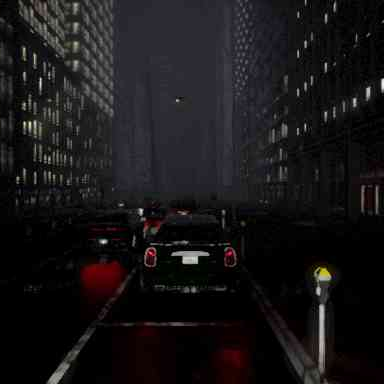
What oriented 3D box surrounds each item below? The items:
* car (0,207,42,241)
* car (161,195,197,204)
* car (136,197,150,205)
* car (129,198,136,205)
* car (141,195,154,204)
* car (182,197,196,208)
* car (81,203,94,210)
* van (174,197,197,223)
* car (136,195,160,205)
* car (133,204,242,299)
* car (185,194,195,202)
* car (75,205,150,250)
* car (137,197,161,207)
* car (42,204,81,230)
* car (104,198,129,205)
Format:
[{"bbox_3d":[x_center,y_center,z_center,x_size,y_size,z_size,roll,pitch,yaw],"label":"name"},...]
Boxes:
[{"bbox_3d":[-8.843,1.541,14.989,1.887,1.381,4.507,-1,0,0],"label":"car"},{"bbox_3d":[-0.465,1.311,20.672,2.192,1.841,5.009,-1,0,0],"label":"car"},{"bbox_3d":[-8.843,1.569,60.458,1.802,1.307,4.206,-1,0,0],"label":"car"},{"bbox_3d":[-8.843,1.541,49.090,2.008,1.369,4.403,-1,0,0],"label":"car"},{"bbox_3d":[-8.845,1.426,66.141,1.967,1.590,4.097,-1,0,0],"label":"car"},{"bbox_3d":[-0.463,1.541,49.090,2.008,1.369,4.403,-1,0,0],"label":"car"},{"bbox_3d":[-8.843,1.577,26.356,1.802,1.307,4.206,-1,0,0],"label":"car"},{"bbox_3d":[-0.465,1.336,26.356,1.690,1.788,3.998,-1,0,0],"label":"van"},{"bbox_3d":[-6.146,1.396,47.278,2.097,1.767,4.553,0,0,0],"label":"car"},{"bbox_3d":[-0.033,1.351,8.621,2.097,1.767,4.553,0,0,0],"label":"car"},{"bbox_3d":[-0.465,1.298,77.509,2.192,1.841,5.009,-1,0,0],"label":"car"},{"bbox_3d":[-3.146,1.514,14.247,1.837,1.490,4.892,0,0,0],"label":"car"},{"bbox_3d":[-3.146,1.490,29.247,2.128,1.511,4.902,0,0,0],"label":"car"},{"bbox_3d":[-8.844,1.547,20.672,2.008,1.369,4.403,-1,0,0],"label":"car"},{"bbox_3d":[-8.844,1.543,37.723,2.008,1.369,4.403,-1,0,0],"label":"car"}]
